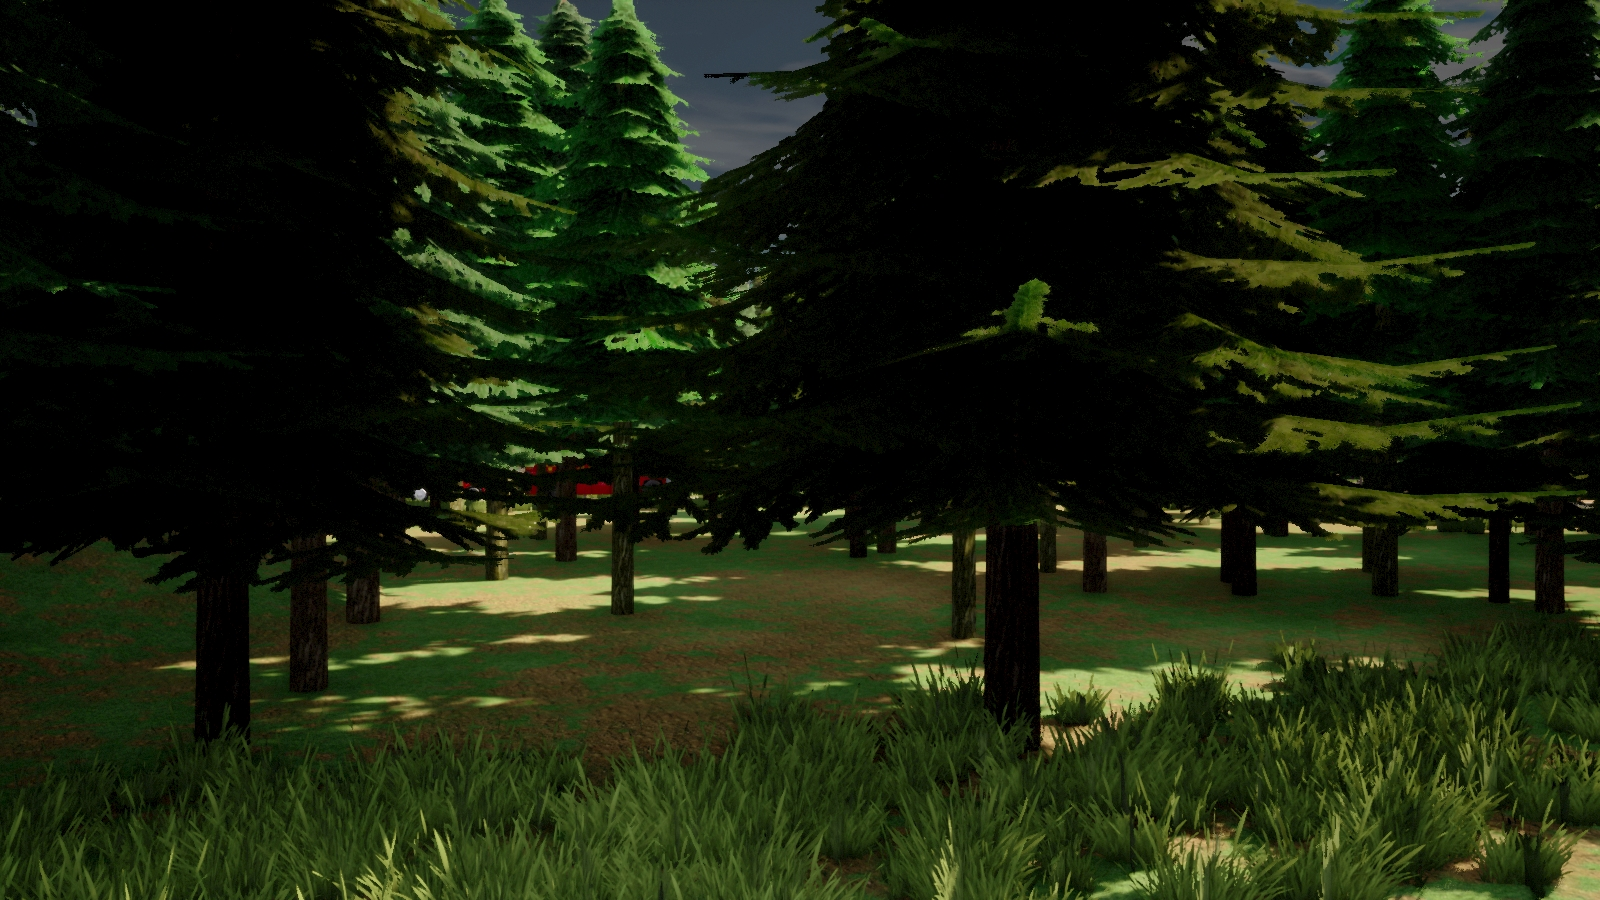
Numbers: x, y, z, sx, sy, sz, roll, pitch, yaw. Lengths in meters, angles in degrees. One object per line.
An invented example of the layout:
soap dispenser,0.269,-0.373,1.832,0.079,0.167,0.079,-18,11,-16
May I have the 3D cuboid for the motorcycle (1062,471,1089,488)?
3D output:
motorcycle,20.899,2.208,86.795,0.867,1.251,2.209,0,0,-21
